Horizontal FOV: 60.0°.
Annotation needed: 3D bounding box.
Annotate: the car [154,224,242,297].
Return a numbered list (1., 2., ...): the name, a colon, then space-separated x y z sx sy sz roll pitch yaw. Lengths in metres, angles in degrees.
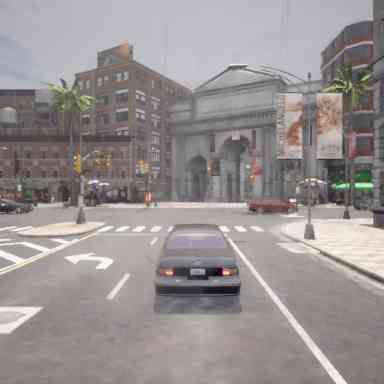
1. car: 0.110 1.547 8.762 2.033 1.411 5.357 0 0 0

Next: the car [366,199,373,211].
1. car: 22.701 1.526 37.490 4.674 1.442 1.812 0 0 1

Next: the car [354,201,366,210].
1. car: 22.274 1.564 40.989 4.181 1.385 1.994 0 0 0

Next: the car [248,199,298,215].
1. car: 8.235 1.477 33.949 5.008 1.535 1.882 0 0 1

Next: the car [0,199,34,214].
1. car: -18.885 1.504 34.209 4.892 1.490 1.837 0 0 1
